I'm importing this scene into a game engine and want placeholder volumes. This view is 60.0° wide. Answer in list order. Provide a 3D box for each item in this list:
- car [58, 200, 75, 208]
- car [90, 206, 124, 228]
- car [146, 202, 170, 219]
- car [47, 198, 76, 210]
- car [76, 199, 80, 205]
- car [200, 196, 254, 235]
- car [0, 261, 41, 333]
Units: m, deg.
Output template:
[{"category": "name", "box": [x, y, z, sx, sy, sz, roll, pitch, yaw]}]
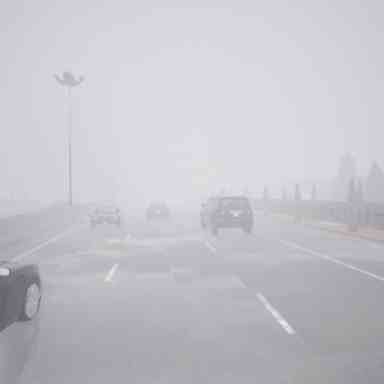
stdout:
[{"category": "car", "box": [-26.101, 2.523, 69.268, 2.128, 1.511, 4.902, 0, -4, -8]}, {"category": "car", "box": [-5.676, 1.645, 22.802, 1.895, 1.301, 4.718, 0, 0, -8]}, {"category": "car", "box": [-3.069, 1.599, 29.730, 1.994, 1.385, 4.181, 0, 0, -8]}, {"category": "car", "box": [-14.890, 1.672, 37.546, 1.994, 1.385, 4.181, 0, 0, -7]}, {"category": "car", "box": [-21.185, 1.803, 58.691, 1.882, 1.535, 5.008, 0, -2, -7]}, {"category": "car", "box": [1.855, 1.220, 19.142, 2.150, 2.045, 5.566, 0, 0, -7]}, {"category": "car", "box": [-3.662, 1.497, 4.196, 1.882, 1.535, 5.008, 0, 0, -2]}]
